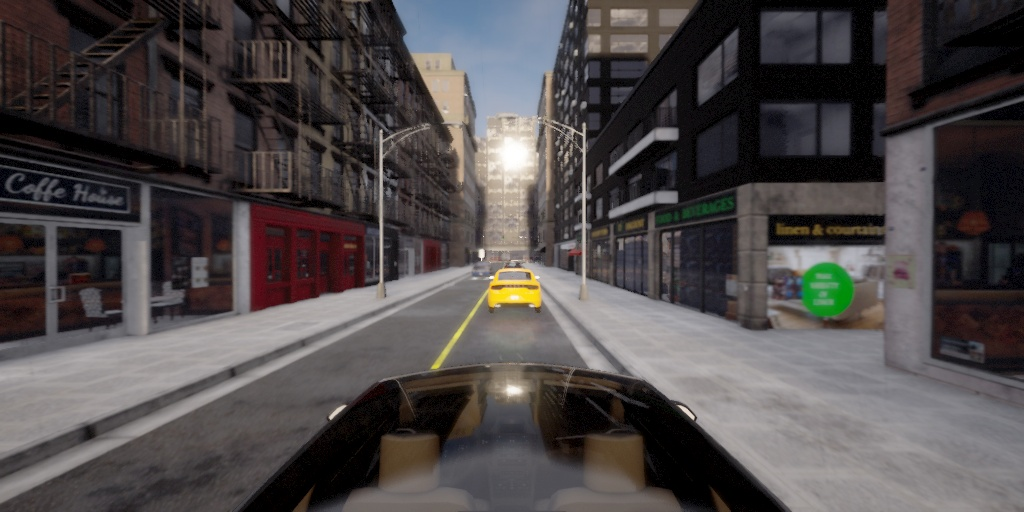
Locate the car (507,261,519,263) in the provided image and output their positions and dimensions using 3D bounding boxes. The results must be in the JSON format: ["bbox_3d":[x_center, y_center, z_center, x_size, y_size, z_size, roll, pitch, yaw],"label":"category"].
[{"bbox_3d":[0.101,1.246,34.685,1.812,1.442,4.674,0,0,0],"label":"car"}]

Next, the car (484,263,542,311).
[{"bbox_3d":[0.100,1.225,14.380,1.882,1.535,5.008,0,0,0],"label":"car"}]

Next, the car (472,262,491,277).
[{"bbox_3d":[-2.848,1.266,35.511,2.033,1.411,5.357,0,0,0],"label":"car"}]
